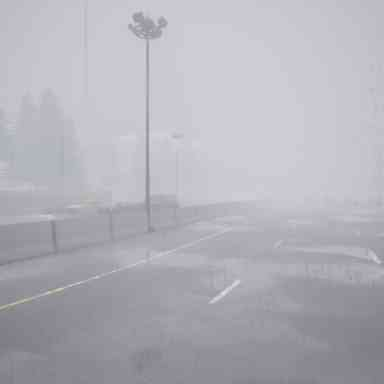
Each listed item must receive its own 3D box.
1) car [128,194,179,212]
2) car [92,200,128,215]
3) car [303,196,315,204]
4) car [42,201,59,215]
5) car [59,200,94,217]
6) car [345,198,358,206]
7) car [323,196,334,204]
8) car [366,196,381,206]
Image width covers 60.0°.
[{"bbox_3d":[-3.066,1.227,30.071,2.150,2.045,5.566,0,0,23],"label":"car"},{"bbox_3d":[-6.664,1.601,30.555,1.895,1.301,4.718,0,0,23],"label":"car"},{"bbox_3d":[22.665,1.505,64.501,1.837,1.490,4.892,0,0,23],"label":"car"},{"bbox_3d":[-12.976,1.564,33.594,1.994,1.385,4.181,0,0,23],"label":"car"},{"bbox_3d":[-9.926,1.478,31.828,1.882,1.535,5.008,0,0,23],"label":"car"},{"bbox_3d":[26.136,1.601,54.626,1.895,1.301,4.718,0,0,22],"label":"car"},{"bbox_3d":[26.631,1.478,64.931,1.882,1.535,5.008,0,0,23],"label":"car"},{"bbox_3d":[30.397,1.505,55.745,1.837,1.490,4.892,0,0,22],"label":"car"}]
